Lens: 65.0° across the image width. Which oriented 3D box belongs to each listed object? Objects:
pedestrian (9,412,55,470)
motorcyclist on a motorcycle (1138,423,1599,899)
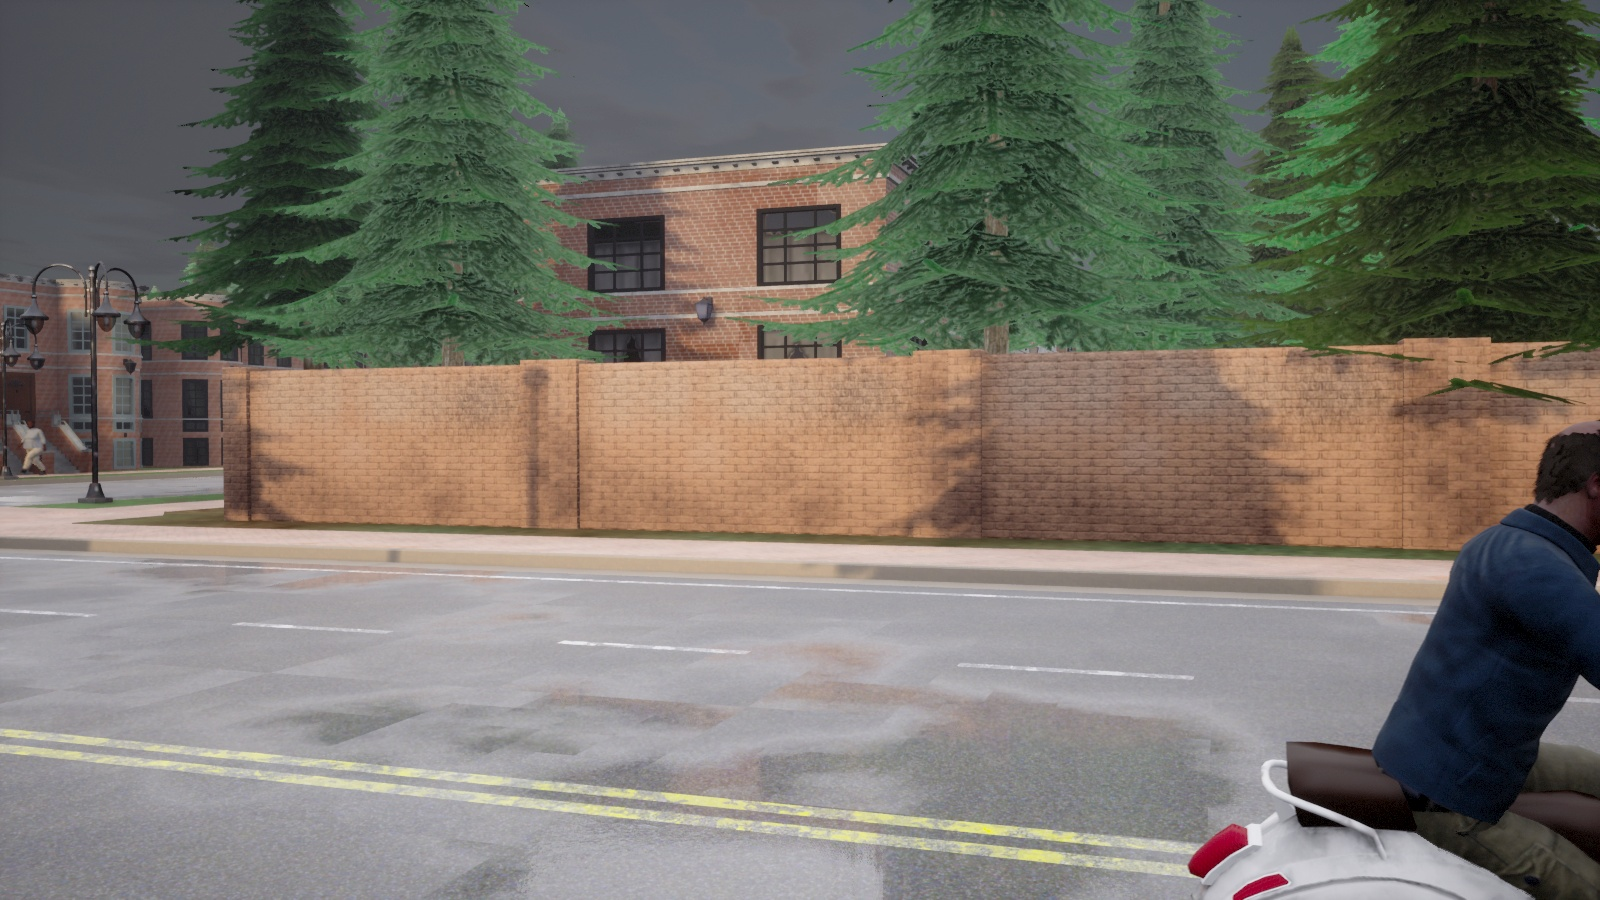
[{"bbox_3d":[-24.746,-0.288,40.459,0.874,1.855,0.900,1,1,19],"label":"pedestrian"},{"bbox_3d":[1.676,0.744,2.629,1.817,1.590,0.866,1,1,19],"label":"motorcyclist on a motorcycle"}]
